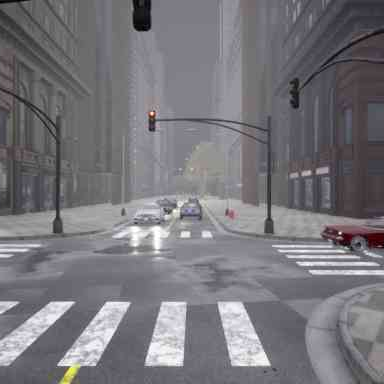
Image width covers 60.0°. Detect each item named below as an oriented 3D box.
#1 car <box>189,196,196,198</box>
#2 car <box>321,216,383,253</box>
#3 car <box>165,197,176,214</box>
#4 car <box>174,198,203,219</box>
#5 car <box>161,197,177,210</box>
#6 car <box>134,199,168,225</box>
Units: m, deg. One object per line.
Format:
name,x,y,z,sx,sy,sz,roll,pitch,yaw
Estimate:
car,0.177,1.563,62.694,1.812,1.442,4.674,0,0,0
car,7.712,1.627,13.192,4.718,1.301,1.895,0,0,0
car,-3.059,1.552,34.959,2.033,1.411,5.357,0,0,0
car,-0.042,1.549,28.702,2.033,1.411,5.357,0,0,3
car,-3.035,1.493,45.391,1.882,1.535,5.008,0,0,0
car,-3.070,1.526,24.549,1.812,1.442,4.674,0,0,0
